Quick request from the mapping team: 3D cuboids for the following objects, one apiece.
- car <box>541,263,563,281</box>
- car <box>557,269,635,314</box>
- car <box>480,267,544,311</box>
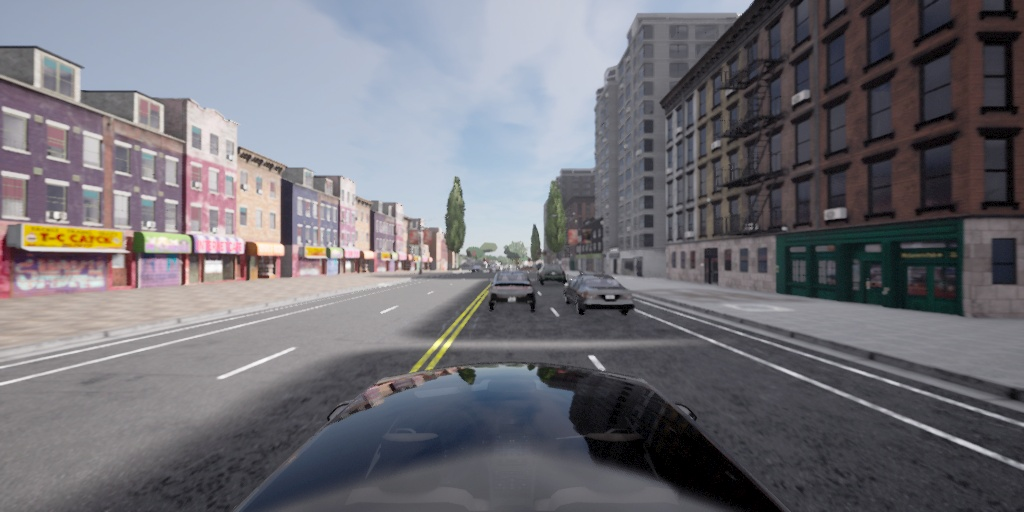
[{"bbox_3d":[3.264,1.411,30.267,2.097,1.767,4.553,0,-1,1],"label":"car"},{"bbox_3d":[3.256,1.429,14.358,2.033,1.411,5.357,0,-1,0],"label":"car"},{"bbox_3d":[0.019,1.384,15.342,2.128,1.511,4.902,0,0,1],"label":"car"}]
